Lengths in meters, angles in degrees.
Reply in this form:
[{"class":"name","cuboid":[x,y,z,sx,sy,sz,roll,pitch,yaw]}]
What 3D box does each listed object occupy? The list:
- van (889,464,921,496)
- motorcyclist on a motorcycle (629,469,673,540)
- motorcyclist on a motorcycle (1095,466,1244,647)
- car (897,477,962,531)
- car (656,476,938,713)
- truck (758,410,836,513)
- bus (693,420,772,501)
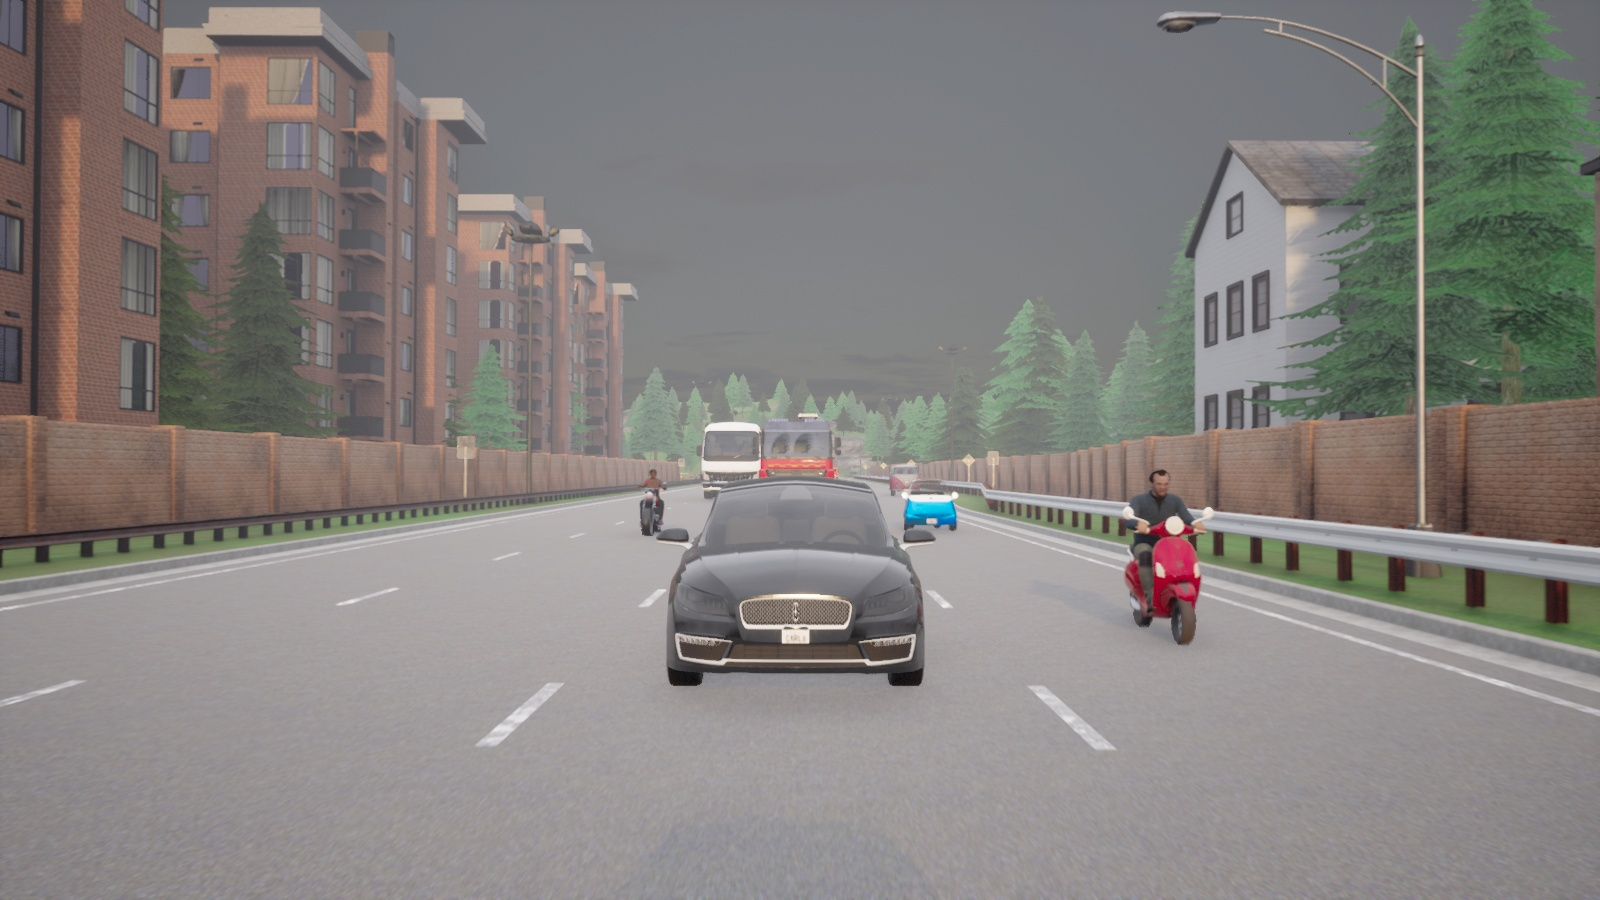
[{"class":"van","cuboid":[6.618,1.872,79.527,1.775,1.987,4.442,0,-1,2]},{"class":"motorcyclist on a motorcycle","cuboid":[-3.574,1.286,30.292,0.766,1.649,2.350,0,-1,0]},{"class":"motorcyclist on a motorcycle","cuboid":[3.471,0.955,11.974,0.866,1.590,1.817,0,-1,0]},{"class":"car","cuboid":[3.419,1.416,33.480,1.481,1.376,2.207,0,-1,0]},{"class":"car","cuboid":[-0.026,0.997,10.677,1.837,1.490,4.892,0,-1,0]},{"class":"truck","cuboid":[-0.128,0.503,50.947,2.891,3.827,8.468,0,-1,0]},{"class":"bus","cuboid":[-3.678,0.643,71.126,3.944,4.253,10.273,0,-1,0]}]
